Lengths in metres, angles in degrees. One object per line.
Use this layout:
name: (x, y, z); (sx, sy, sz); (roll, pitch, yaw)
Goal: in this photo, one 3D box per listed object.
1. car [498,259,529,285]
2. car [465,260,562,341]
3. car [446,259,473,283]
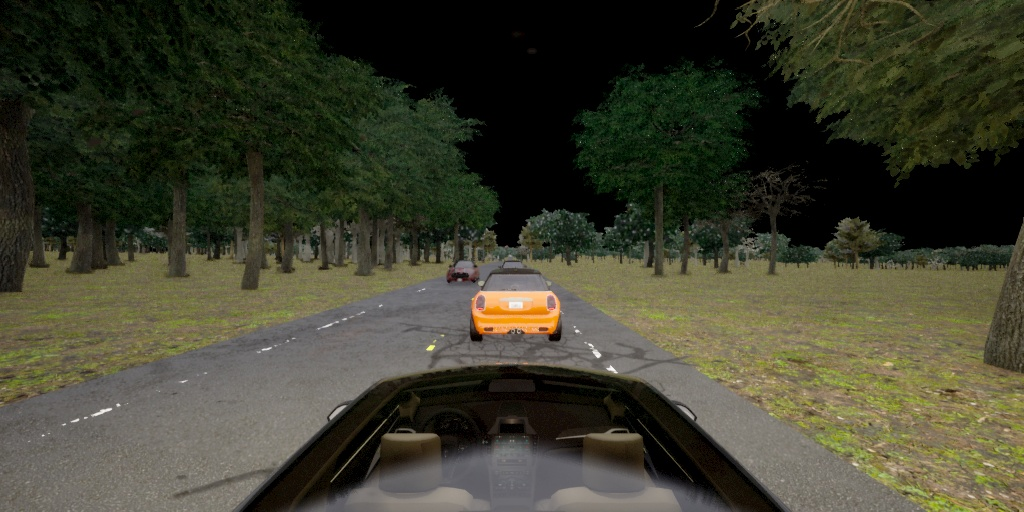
car: (0.043, 1.103, 26.753); (2.097, 1.767, 4.553); (0, 0, -1)
car: (0.082, 1.102, 10.016); (2.097, 1.767, 4.553); (0, 0, 0)
car: (-3.662, 1.103, 27.457); (2.097, 1.767, 4.553); (0, 0, 0)
